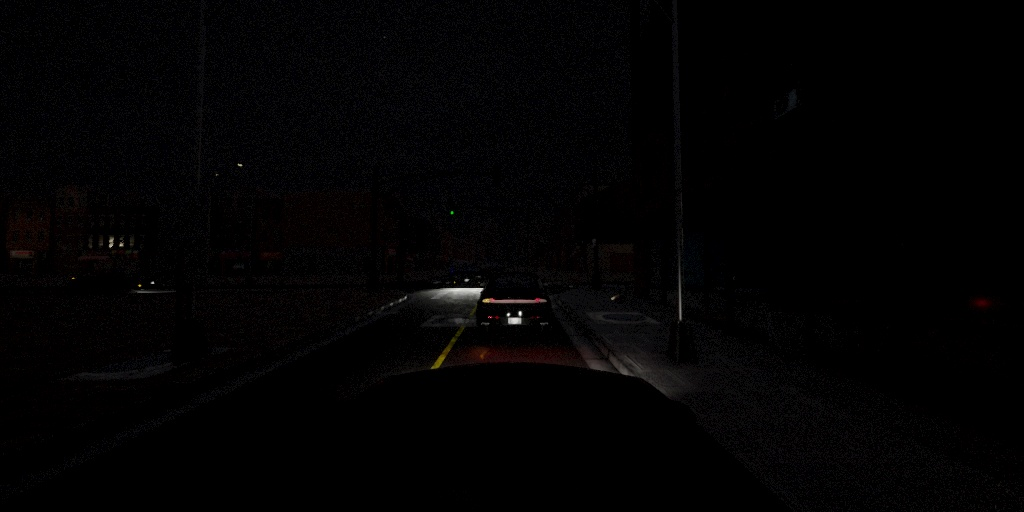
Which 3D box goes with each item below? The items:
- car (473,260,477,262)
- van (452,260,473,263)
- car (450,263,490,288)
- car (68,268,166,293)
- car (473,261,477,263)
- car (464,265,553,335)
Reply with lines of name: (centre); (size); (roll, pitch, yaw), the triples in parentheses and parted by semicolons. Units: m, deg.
car: (-5.327, 1.451, 45.033); (2.192, 1.841, 5.009); (0, 0, 0)
van: (-5.328, 1.327, 36.729); (1.690, 1.789, 3.998); (0, 0, 0)
car: (-2.708, 1.355, 23.416); (1.994, 1.385, 4.181); (0, -3, 0)
car: (-23.279, 1.420, 21.253); (4.181, 1.385, 1.994); (0, -3, 0)
car: (-5.328, 1.596, 40.049); (2.007, 1.370, 4.403); (0, 0, 0)
car: (0.065, 1.204, 10.390); (2.128, 1.511, 4.902); (0, 1, 0)
